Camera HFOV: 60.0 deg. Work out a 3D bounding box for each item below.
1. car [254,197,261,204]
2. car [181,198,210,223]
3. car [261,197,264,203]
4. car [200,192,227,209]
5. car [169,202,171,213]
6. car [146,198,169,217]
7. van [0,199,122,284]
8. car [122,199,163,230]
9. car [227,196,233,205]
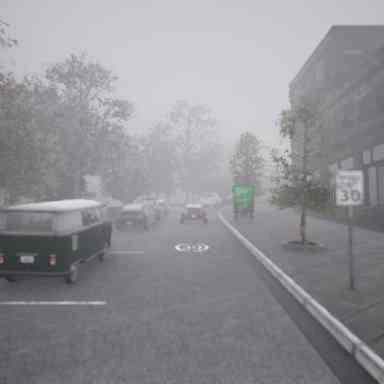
[{"bbox_3d":[10.372,1.619,63.083,2.231,1.521,4.892,-4,-3,42],"label":"car"},{"bbox_3d":[0.166,1.449,24.889,1.812,1.442,4.674,0,0,1],"label":"car"},{"bbox_3d":[14.482,1.716,66.878,5.008,1.535,2.097,0,-3,-40],"label":"car"},{"bbox_3d":[2.517,1.036,42.576,2.150,2.045,5.566,-1,0,16],"label":"car"},{"bbox_3d":[-3.165,1.387,32.339,2.097,1.535,5.008,0,0,2],"label":"car"},{"bbox_3d":[-3.405,1.287,26.636,2.185,1.767,4.553,-1,1,2],"label":"car"},{"bbox_3d":[-3.628,1.245,9.674,1.878,1.987,4.442,1,0,2],"label":"van"},{"bbox_3d":[-3.406,1.442,20.928,2.231,1.521,4.892,0,0,2],"label":"car"},{"bbox_3d":[6.844,1.528,58.634,2.097,1.535,5.008,-3,-4,36],"label":"car"}]
